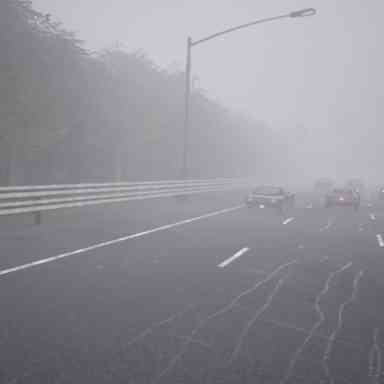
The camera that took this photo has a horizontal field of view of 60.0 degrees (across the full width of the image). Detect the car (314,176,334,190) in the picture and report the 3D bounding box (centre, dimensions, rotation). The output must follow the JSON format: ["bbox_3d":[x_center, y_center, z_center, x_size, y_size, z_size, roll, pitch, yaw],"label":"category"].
[{"bbox_3d":[17.418,-1.180,43.755,2.097,1.767,4.553,5,5,28],"label":"car"}]

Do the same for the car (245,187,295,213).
[{"bbox_3d":[4.654,0.353,19.185,1.895,1.301,4.718,4,5,27],"label":"car"}]

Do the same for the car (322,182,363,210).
[{"bbox_3d":[10.125,0.316,22.239,1.994,1.385,4.181,4,5,27],"label":"car"}]

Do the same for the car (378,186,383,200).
[{"bbox_3d":[18.136,0.020,30.242,1.812,1.442,4.674,5,5,28],"label":"car"}]

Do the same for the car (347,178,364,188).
[{"bbox_3d":[22.377,-1.111,45.627,2.097,1.767,4.553,5,5,28],"label":"car"}]
